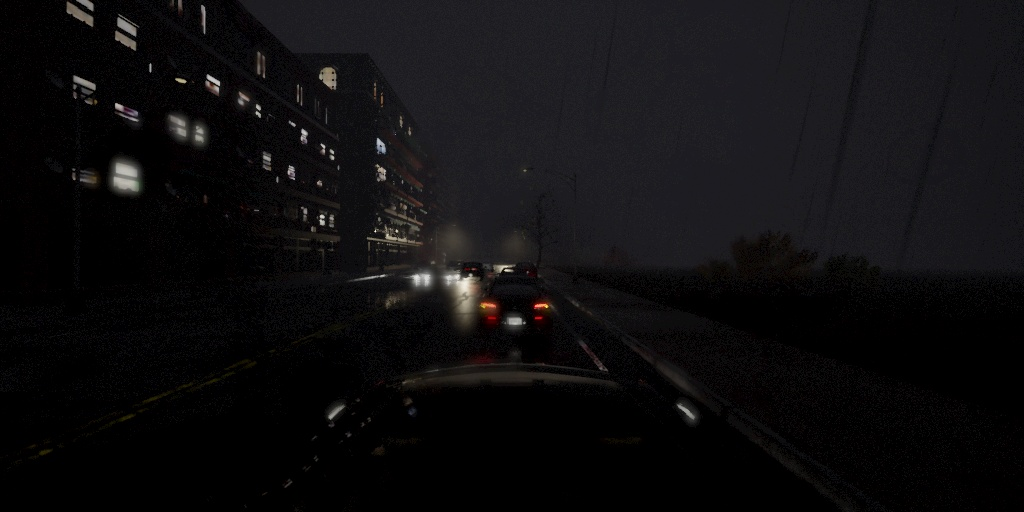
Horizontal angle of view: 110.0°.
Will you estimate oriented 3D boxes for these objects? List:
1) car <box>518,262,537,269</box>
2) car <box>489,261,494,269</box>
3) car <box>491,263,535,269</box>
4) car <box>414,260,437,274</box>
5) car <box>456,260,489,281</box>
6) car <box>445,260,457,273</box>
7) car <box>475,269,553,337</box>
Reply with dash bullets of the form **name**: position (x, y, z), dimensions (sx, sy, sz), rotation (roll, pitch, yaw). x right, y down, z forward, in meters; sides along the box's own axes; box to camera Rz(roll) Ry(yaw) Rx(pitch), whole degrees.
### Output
- **car**: position (1.065, 1.230, 29.878), dimensions (1.882, 1.535, 5.008), rotation (0, 0, 0)
- **car**: position (-3.275, 1.276, 44.805), dimensions (1.812, 1.442, 4.674), rotation (0, 0, -2)
- **car**: position (0.053, 1.316, 20.350), dimensions (1.994, 1.385, 4.181), rotation (0, 0, 0)
- **car**: position (-9.953, 1.242, 41.659), dimensions (2.128, 1.511, 4.902), rotation (0, 0, 0)
- **car**: position (-3.224, 1.253, 30.311), dimensions (1.837, 1.490, 4.892), rotation (0, -1, 0)
- **car**: position (-6.706, 1.242, 42.889), dimensions (2.128, 1.511, 4.902), rotation (0, 0, 0)
- **car**: position (0.070, 1.277, 10.183), dimensions (1.812, 1.442, 4.674), rotation (0, 0, 0)
